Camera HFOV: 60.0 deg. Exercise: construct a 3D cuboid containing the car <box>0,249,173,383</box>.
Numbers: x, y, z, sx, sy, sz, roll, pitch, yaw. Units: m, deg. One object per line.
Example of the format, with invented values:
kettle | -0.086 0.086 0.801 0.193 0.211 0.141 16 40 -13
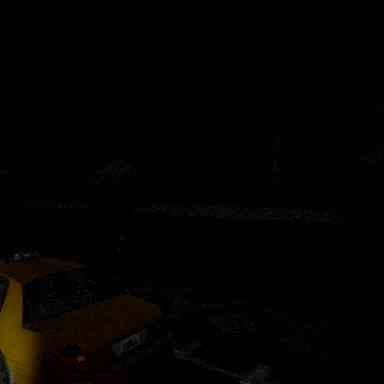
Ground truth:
car | -2.509 1.501 4.754 4.829 1.417 1.752 0 0 36
